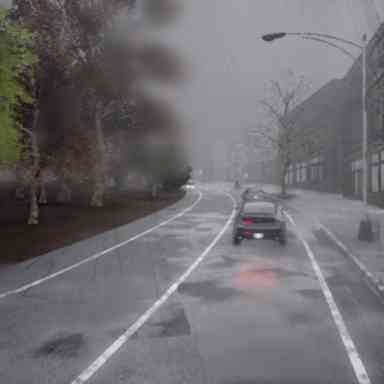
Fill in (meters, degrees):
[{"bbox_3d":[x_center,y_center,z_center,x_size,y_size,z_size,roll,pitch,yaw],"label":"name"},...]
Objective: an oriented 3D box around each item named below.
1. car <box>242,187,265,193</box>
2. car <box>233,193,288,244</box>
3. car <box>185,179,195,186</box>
[{"bbox_3d":[5.288,0.272,28.390,1.994,1.385,4.181,1,3,6],"label":"car"},{"bbox_3d":[2.740,1.047,13.378,1.837,1.490,4.892,0,4,13],"label":"car"},{"bbox_3d":[-0.669,-2.073,69.367,2.128,1.511,4.902,1,3,-12],"label":"car"}]
